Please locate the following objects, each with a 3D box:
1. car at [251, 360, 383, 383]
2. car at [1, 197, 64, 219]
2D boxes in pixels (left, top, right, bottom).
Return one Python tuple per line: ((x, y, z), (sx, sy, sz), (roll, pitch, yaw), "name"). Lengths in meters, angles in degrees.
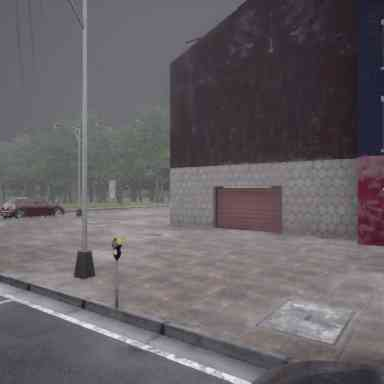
((2.105, 1.551, 1.305), (4.403, 1.369, 2.008), (0, 0, 36), "car")
((-12.602, 1.212, 26.648), (2.097, 1.767, 4.553), (0, 0, 36), "car")
